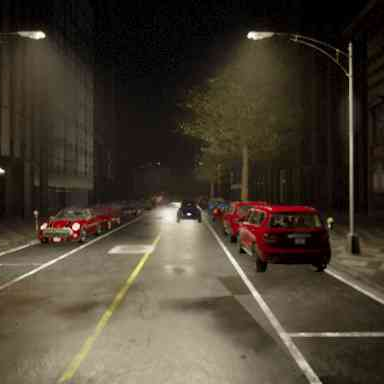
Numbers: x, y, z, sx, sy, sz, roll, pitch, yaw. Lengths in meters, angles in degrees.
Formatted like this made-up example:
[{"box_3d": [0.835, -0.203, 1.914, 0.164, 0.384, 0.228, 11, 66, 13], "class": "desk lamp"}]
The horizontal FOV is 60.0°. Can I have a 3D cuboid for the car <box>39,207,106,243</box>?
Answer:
[{"box_3d": [-5.874, 1.545, 16.403, 1.967, 1.590, 4.097, 0, 0, -1], "class": "car"}]

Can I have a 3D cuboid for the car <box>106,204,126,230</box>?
[{"box_3d": [-5.950, 1.680, 22.041, 1.887, 1.381, 4.507, 0, 0, -1], "class": "car"}]

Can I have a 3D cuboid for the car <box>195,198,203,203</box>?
[{"box_3d": [1.737, 2.105, 84.170, 1.802, 1.307, 4.206, 0, 0, -1], "class": "car"}]

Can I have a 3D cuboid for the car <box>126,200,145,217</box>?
[{"box_3d": [-6.102, 1.778, 33.318, 1.802, 1.307, 4.206, 0, 0, -1], "class": "car"}]

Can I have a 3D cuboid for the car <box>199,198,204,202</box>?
[{"box_3d": [2.270, 1.809, 44.699, 1.802, 1.307, 4.206, 0, 0, -1], "class": "car"}]

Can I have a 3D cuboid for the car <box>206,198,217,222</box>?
[{"box_3d": [2.499, 1.571, 27.783, 1.967, 1.590, 4.097, 0, 0, -1], "class": "car"}]

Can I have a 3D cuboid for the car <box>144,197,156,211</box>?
[{"box_3d": [-6.252, 1.786, 44.424, 1.752, 1.417, 4.829, 0, 0, -1], "class": "car"}]

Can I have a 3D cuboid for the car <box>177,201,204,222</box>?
[{"box_3d": [-0.260, 1.705, 27.762, 1.994, 1.385, 4.181, 0, 0, -1], "class": "car"}]

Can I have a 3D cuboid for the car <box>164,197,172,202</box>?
[{"box_3d": [-6.940, 2.219, 95.336, 1.947, 1.339, 4.313, 0, 0, -1], "class": "car"}]

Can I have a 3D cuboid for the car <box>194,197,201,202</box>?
[{"box_3d": [1.585, 2.200, 95.448, 1.802, 1.307, 4.206, 0, 0, -1], "class": "car"}]

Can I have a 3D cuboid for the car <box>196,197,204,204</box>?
[{"box_3d": [1.810, 2.005, 78.702, 1.752, 1.417, 4.829, 0, 0, -1], "class": "car"}]

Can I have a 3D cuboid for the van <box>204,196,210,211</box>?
[{"box_3d": [2.422, 1.502, 33.422, 1.690, 1.788, 3.998, 0, 0, -1], "class": "van"}]

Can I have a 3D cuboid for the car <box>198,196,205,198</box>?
[{"box_3d": [2.116, 1.623, 55.978, 2.192, 1.841, 5.009, 0, 0, -1], "class": "car"}]

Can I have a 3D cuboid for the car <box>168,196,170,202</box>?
[{"box_3d": [-6.636, 1.784, 72.785, 2.192, 1.841, 5.009, 0, 0, -1], "class": "car"}]

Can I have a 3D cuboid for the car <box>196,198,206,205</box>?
[{"box_3d": [1.890, 2.000, 72.892, 1.947, 1.339, 4.313, 0, 0, -1], "class": "car"}]

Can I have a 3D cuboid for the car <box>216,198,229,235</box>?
[{"box_3d": [2.650, 1.385, 16.505, 2.192, 1.841, 5.009, 0, 0, -1], "class": "car"}]

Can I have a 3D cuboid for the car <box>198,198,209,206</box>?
[{"box_3d": [2.042, 1.895, 61.615, 1.887, 1.381, 4.507, 0, 0, -1], "class": "car"}]

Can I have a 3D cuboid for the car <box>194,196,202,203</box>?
[{"box_3d": [1.660, 2.009, 89.811, 1.967, 1.590, 4.097, 0, 0, -1], "class": "car"}]

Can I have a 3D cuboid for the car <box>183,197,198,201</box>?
[{"box_3d": [-0.522, 1.733, 47.228, 1.882, 1.535, 5.008, 0, -1, -1], "class": "car"}]

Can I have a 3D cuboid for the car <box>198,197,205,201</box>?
[{"box_3d": [2.194, 1.832, 50.336, 1.947, 1.339, 4.313, 0, 0, -1], "class": "car"}]

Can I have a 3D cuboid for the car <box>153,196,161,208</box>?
[{"box_3d": [-6.332, 1.617, 50.233, 2.192, 1.841, 5.009, 0, 0, -1], "class": "car"}]

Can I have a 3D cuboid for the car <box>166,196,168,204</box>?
[{"box_3d": [-6.559, 1.993, 67.147, 1.947, 1.339, 4.313, 0, 0, -1], "class": "car"}]

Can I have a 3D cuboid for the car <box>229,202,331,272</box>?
[{"box_3d": [2.726, 1.355, 10.867, 2.192, 1.841, 5.009, 0, 0, -1], "class": "car"}]

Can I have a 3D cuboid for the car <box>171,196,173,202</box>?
[{"box_3d": [-6.864, 2.170, 89.699, 1.947, 1.339, 4.313, 0, 0, -1], "class": "car"}]

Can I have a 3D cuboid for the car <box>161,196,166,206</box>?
[{"box_3d": [-6.484, 1.700, 61.510, 2.192, 1.841, 5.009, 0, 0, -1], "class": "car"}]
